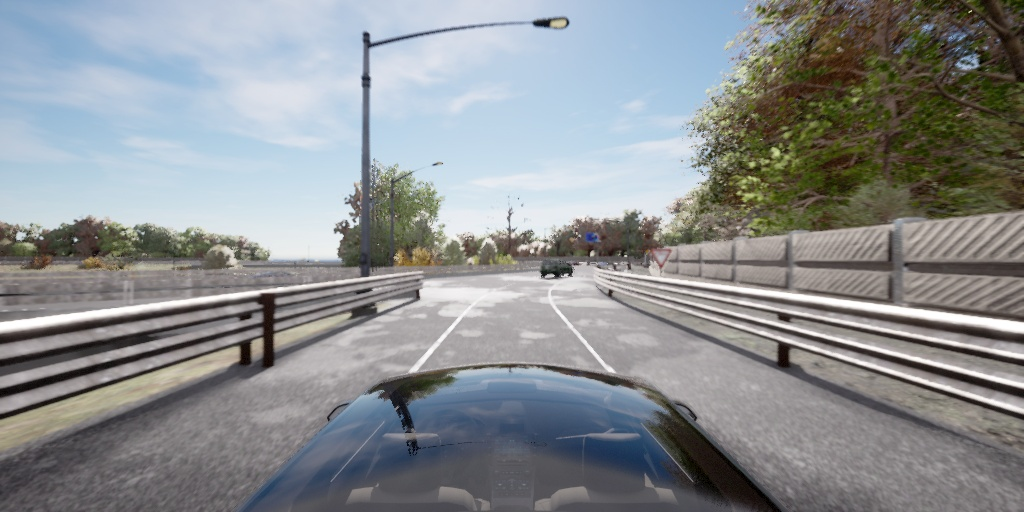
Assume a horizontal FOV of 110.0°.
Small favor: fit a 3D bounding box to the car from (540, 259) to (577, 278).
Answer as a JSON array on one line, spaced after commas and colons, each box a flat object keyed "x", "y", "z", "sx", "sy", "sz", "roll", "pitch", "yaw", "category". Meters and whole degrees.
[{"x": 5.129, "y": 1.394, "z": 40.752, "sx": 2.150, "sy": 2.045, "sz": 5.566, "roll": 0, "pitch": -1, "yaw": 31, "category": "car"}]

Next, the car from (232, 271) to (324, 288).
[{"x": -12.082, "y": 1.486, "z": 18.817, "sx": 1.994, "sy": 1.385, "sz": 4.181, "roll": -1, "pitch": -1, "yaw": 45, "category": "car"}]
